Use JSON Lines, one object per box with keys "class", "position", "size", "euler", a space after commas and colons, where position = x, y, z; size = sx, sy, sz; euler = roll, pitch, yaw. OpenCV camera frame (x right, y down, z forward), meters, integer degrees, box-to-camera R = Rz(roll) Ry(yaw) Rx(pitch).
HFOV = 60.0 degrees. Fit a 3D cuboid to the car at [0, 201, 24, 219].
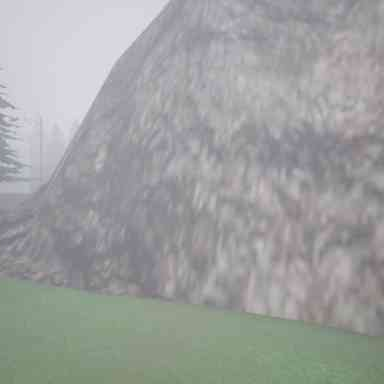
{"class": "car", "position": [-16.090, 1.492, 26.666], "size": [2.128, 1.511, 4.902], "euler": [0, 0, 29]}
